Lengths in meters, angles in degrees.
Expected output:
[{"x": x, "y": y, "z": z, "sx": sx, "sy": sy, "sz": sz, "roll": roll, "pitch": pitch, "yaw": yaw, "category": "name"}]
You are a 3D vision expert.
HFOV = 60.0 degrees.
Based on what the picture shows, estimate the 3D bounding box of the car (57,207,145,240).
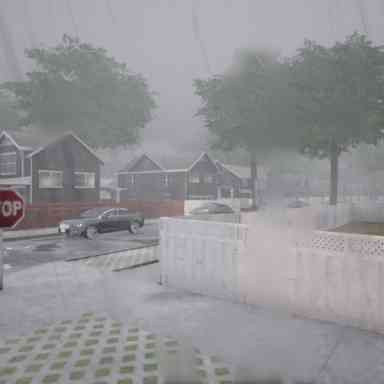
[{"x": -4.656, "y": 1.565, "z": 17.686, "sx": 2.128, "sy": 1.511, "sz": 4.902, "roll": 0, "pitch": 0, "yaw": 36, "category": "car"}]

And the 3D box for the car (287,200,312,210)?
[{"x": 14.289, "y": 1.825, "z": 43.905, "sx": 2.033, "sy": 1.411, "sz": 5.357, "roll": 0, "pitch": 0, "yaw": 36, "category": "car"}]

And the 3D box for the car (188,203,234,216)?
[{"x": 1.560, "y": 1.643, "z": 26.331, "sx": 1.837, "sy": 1.490, "sz": 4.892, "roll": 0, "pitch": -1, "yaw": 36, "category": "car"}]
